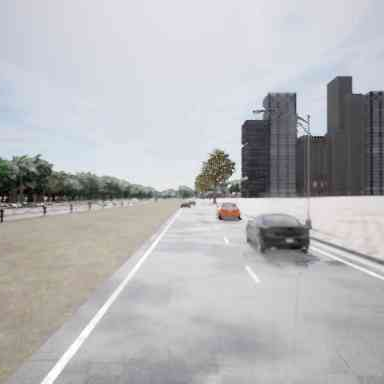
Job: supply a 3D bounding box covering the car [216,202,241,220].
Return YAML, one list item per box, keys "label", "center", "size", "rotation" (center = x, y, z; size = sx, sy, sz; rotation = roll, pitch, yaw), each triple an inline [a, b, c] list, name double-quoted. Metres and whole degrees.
- label: "car"
  center: [3.593, 1.800, 33.548]
  size: [2.097, 1.767, 4.553]
  rotation: [0, -1, 0]

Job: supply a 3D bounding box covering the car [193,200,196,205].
- label: "car"
  center: [-0.020, 2.562, 80.869]
  size: [1.994, 1.385, 4.181]
  rotation: [0, -1, 0]

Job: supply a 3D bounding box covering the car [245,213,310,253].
- label: "car"
  center: [3.596, 1.674, 14.703]
  size: [1.882, 1.535, 5.008]
  rotation: [0, -1, 0]

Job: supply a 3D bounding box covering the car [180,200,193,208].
- label: "car"
  center: [-1.241, 2.396, 63.702]
  size: [1.812, 1.442, 4.674]
  rotation: [0, -1, 0]
